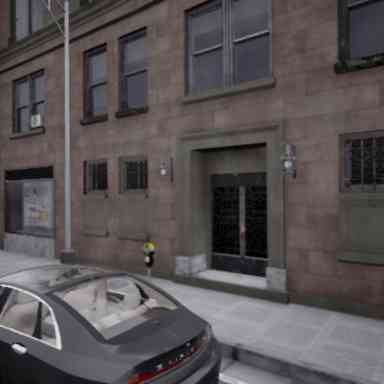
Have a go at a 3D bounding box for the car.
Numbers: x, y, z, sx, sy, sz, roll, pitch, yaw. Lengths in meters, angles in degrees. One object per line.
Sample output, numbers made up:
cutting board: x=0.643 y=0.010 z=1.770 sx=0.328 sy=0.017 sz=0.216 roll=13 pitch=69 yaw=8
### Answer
car: x=-1.760 y=1.585 z=4.066 sx=4.403 sy=1.369 sz=2.008 roll=-1 pitch=0 yaw=36
